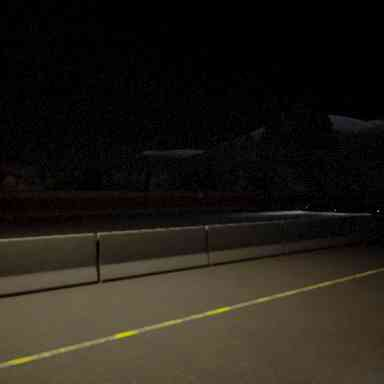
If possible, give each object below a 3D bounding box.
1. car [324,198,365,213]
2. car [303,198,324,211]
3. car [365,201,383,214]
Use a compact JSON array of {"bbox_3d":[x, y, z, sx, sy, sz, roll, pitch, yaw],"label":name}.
[{"bbox_3d":[17.318,1.542,36.590,5.357,1.411,2.033,0,0,-34],"label":"car"},{"bbox_3d":[15.181,1.483,39.398,4.902,1.511,2.128,0,0,-34],"label":"car"},{"bbox_3d":[20.790,1.545,34.720,5.357,1.411,2.033,0,0,-34],"label":"car"}]
